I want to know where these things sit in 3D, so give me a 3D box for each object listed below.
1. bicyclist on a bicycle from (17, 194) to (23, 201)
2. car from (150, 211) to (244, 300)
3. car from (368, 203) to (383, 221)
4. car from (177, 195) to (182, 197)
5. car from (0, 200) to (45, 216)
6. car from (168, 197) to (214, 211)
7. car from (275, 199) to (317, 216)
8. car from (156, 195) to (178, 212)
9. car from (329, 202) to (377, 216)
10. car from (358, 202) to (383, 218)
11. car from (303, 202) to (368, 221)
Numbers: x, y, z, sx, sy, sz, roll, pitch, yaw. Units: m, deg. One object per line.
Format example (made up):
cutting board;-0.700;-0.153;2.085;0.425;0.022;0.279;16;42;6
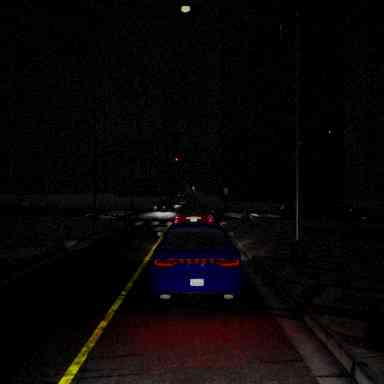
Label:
bicyclist on a bicycle;-20.523;1.029;39.675;0.582;1.620;1.656;1;0;0
car;0.095;1.477;8.461;1.882;1.535;5.008;0;0;0
car;17.929;1.823;28.311;4.829;1.417;1.752;1;-1;0
car;-3.126;1.490;58.275;2.128;1.511;4.902;0;0;0
car;-14.792;1.366;28.194;4.403;1.369;2.008;1;-1;0
car;0.108;1.351;17.615;2.097;1.767;4.553;0;0;1
car;10.930;1.538;34.155;4.553;1.767;2.097;1;0;0
car;-3.130;1.491;39.580;2.128;1.511;4.902;0;0;0
car;17.762;1.841;36.835;4.403;1.369;2.008;1;-1;0
car;19.896;1.851;34.163;4.674;1.442;1.812;1;0;0
car;12.116;1.774;28.307;4.313;1.339;1.947;1;-1;0
